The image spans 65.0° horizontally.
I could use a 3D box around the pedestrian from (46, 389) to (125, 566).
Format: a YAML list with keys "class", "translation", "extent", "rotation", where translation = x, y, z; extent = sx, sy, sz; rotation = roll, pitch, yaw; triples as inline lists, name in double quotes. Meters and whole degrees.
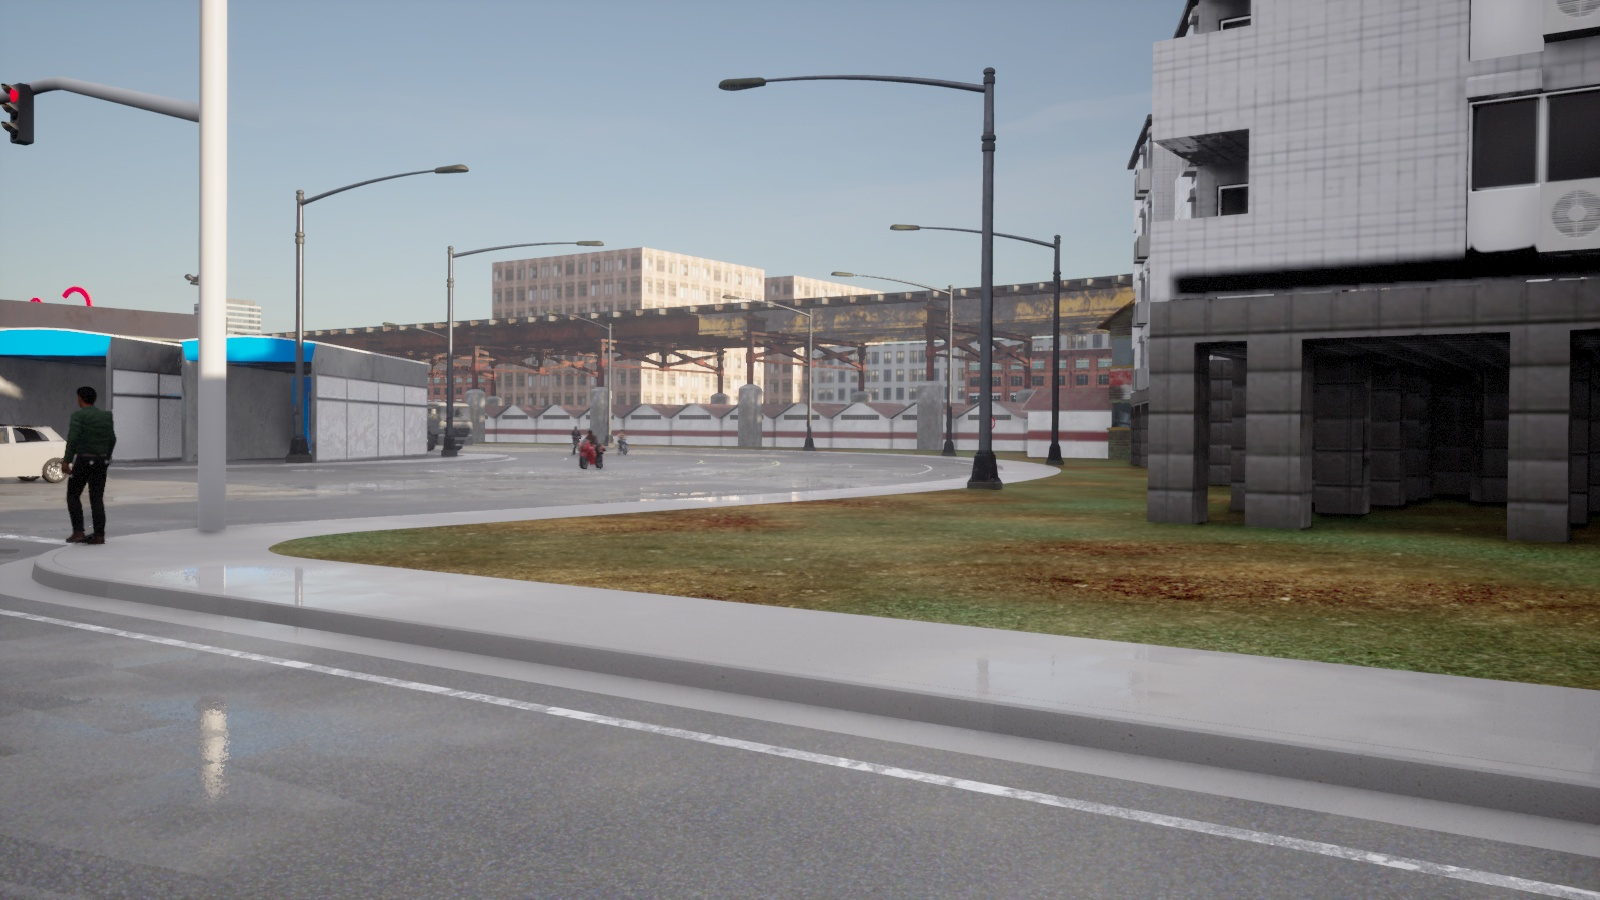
- class: "pedestrian"
  translation: [-8.120, 0.302, 14.266]
  extent: [0.788, 1.949, 0.423]
  rotation: [0, 1, 31]

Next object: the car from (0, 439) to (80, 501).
- class: "car"
  translation: [-20.440, 0.500, 31.538]
  extent: [1.845, 1.501, 3.633]
  rotation: [0, 1, 35]

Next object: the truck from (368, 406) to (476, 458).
- class: "truck"
  translation: [-26.403, -1.206, 87.517]
  extent: [7.936, 3.462, 2.891]
  rotation: [0, 1, 35]

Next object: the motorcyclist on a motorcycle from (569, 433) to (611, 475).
- class: "motorcyclist on a motorcycle"
  translation: [-7.956, 0.135, 47.676]
  extent: [0.797, 1.523, 2.044]
  rotation: [-1, 1, 15]
